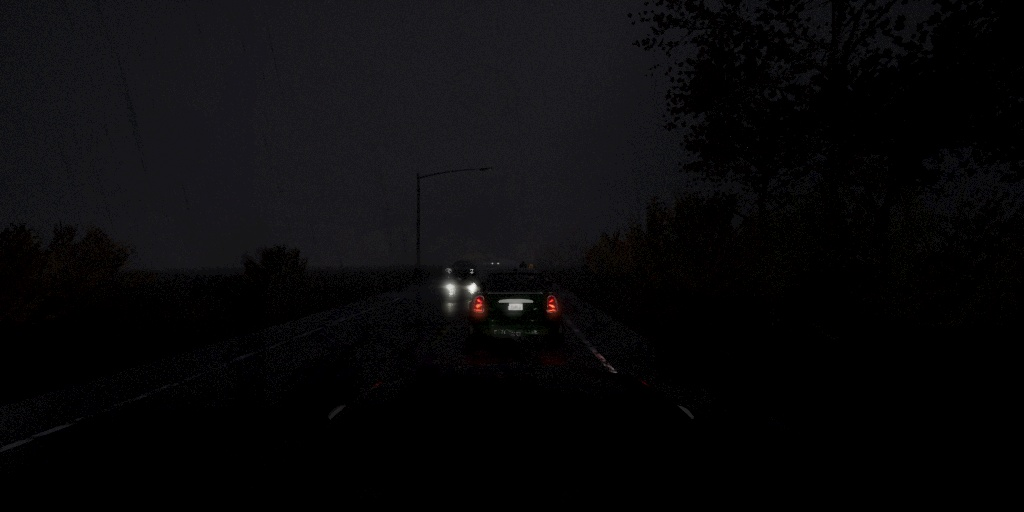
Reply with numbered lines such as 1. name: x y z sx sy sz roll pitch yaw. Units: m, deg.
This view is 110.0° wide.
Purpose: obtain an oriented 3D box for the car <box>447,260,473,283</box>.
1. car: -3.730 1.092 27.870 2.097 1.767 4.553 0 0 0

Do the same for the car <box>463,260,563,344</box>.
1. car: 0.073 1.099 9.751 2.097 1.767 4.553 0 0 0

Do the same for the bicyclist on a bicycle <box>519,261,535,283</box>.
1. bicyclist on a bicycle: 0.904 1.180 17.095 0.866 1.612 1.509 0 0 0

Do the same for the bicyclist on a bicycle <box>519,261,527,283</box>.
1. bicyclist on a bicycle: 0.842 1.193 27.212 0.582 1.620 1.656 0 0 0
